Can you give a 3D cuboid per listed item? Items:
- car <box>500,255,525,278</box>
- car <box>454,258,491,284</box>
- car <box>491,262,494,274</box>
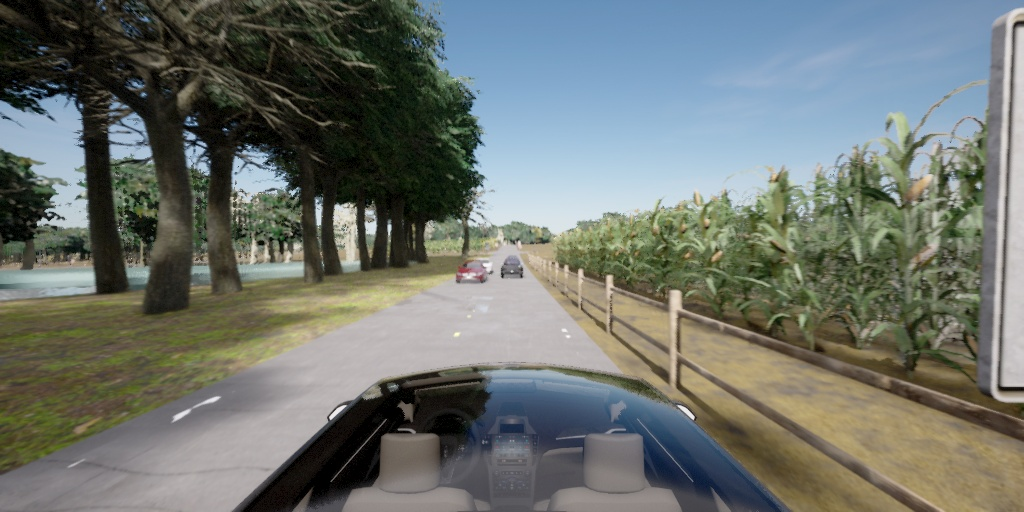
[{"bbox_3d":[0.017,0.967,30.137,2.128,1.511,4.902,0,1,0],"label":"car"},{"bbox_3d":[-2.747,1.082,25.183,1.812,1.442,4.674,0,1,0],"label":"car"},{"bbox_3d":[-2.745,0.939,33.526,1.812,1.442,4.674,0,1,0],"label":"car"}]
